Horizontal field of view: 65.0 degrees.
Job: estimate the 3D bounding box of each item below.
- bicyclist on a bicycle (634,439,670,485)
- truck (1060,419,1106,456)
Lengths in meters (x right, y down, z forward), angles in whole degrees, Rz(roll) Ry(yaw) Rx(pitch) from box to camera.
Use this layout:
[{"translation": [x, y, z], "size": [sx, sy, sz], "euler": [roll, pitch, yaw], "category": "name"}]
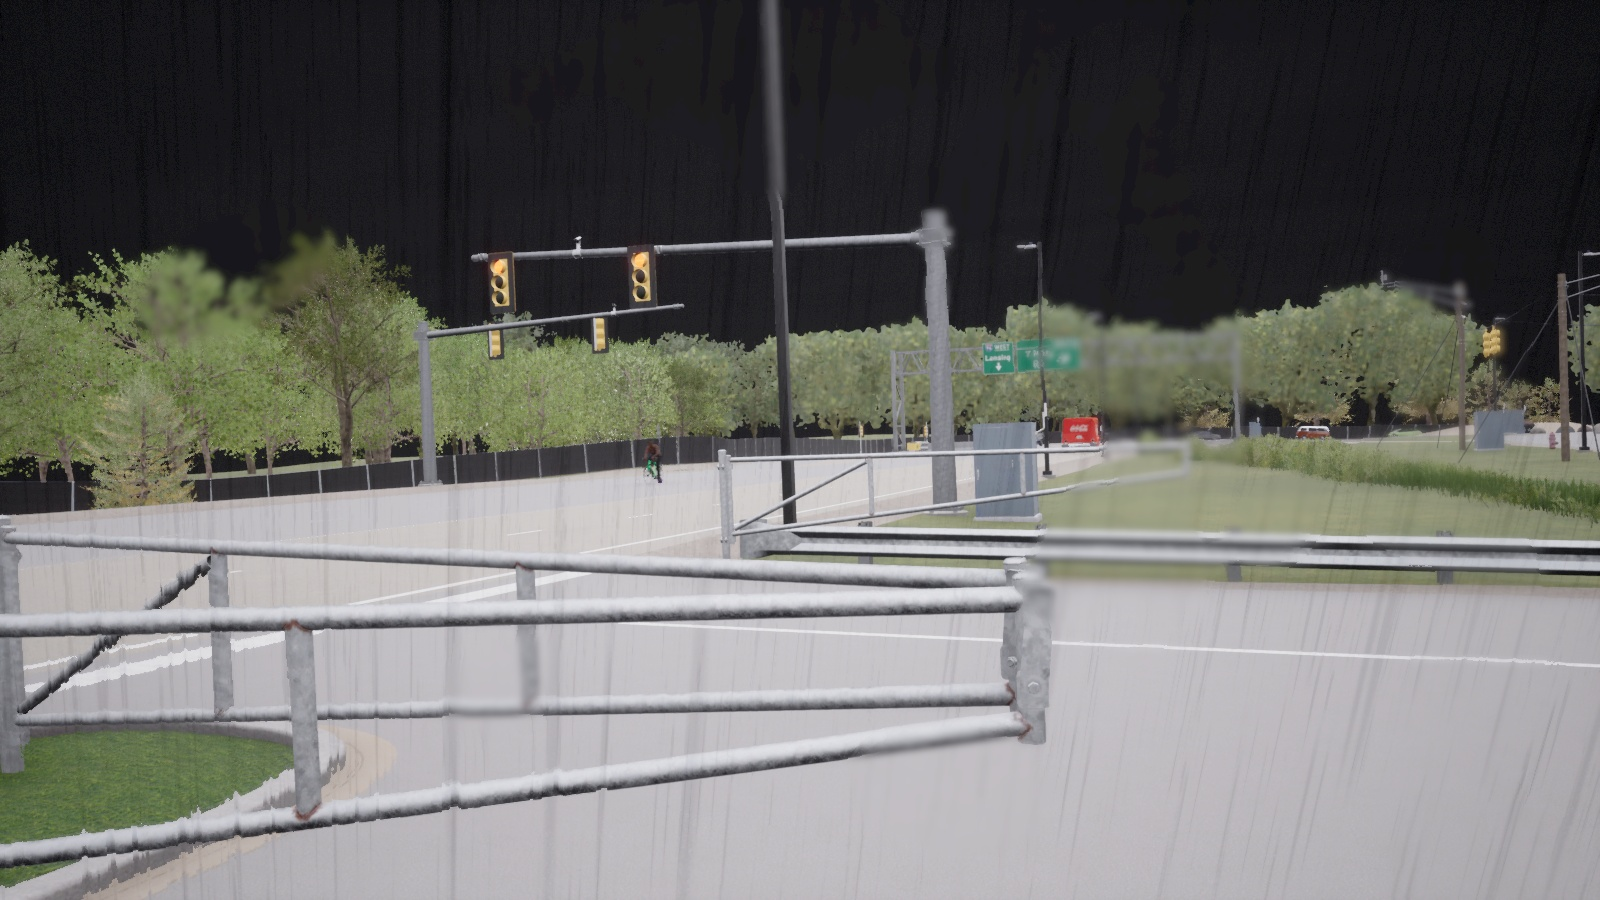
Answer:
[{"translation": [-5.369, 0.419, 45.606], "size": [0.582, 1.620, 1.656], "euler": [-1, 1, 18], "category": "bicyclist on a bicycle"}, {"translation": [20.008, -0.880, 88.677], "size": [2.627, 2.467, 5.204], "euler": [-1, 0, 18], "category": "truck"}]
